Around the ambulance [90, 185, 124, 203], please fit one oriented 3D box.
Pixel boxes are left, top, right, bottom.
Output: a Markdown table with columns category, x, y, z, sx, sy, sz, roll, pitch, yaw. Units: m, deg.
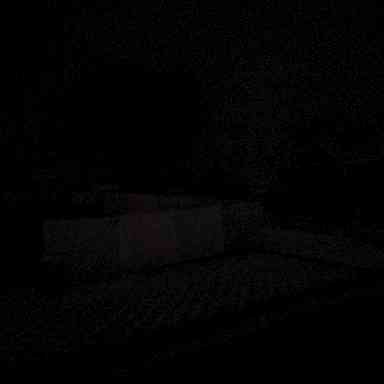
| category | x | y | z | sx | sy | sz | roll | pitch | yaw |
| --- | --- | --- | --- | --- | --- | --- | --- | --- | --- |
| ambulance | -10.467 | 0.337 | 40.813 | 2.351 | 2.431 | 6.366 | 1 | 0 | -36 |
